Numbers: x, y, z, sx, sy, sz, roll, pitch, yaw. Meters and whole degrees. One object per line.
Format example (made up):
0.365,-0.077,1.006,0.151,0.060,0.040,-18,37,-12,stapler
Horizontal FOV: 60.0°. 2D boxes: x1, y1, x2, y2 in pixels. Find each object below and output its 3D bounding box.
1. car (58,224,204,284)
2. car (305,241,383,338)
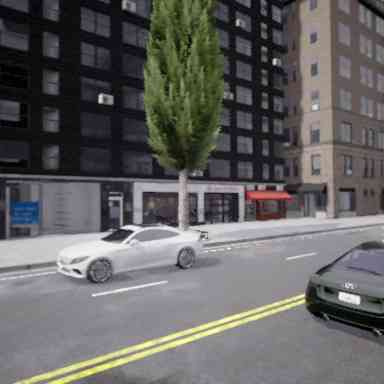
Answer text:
-1.731,1.765,10.480,4.674,1.442,1.812,0,-1,-37,car
4.090,1.658,6.487,4.181,1.385,1.994,0,-1,-37,car
